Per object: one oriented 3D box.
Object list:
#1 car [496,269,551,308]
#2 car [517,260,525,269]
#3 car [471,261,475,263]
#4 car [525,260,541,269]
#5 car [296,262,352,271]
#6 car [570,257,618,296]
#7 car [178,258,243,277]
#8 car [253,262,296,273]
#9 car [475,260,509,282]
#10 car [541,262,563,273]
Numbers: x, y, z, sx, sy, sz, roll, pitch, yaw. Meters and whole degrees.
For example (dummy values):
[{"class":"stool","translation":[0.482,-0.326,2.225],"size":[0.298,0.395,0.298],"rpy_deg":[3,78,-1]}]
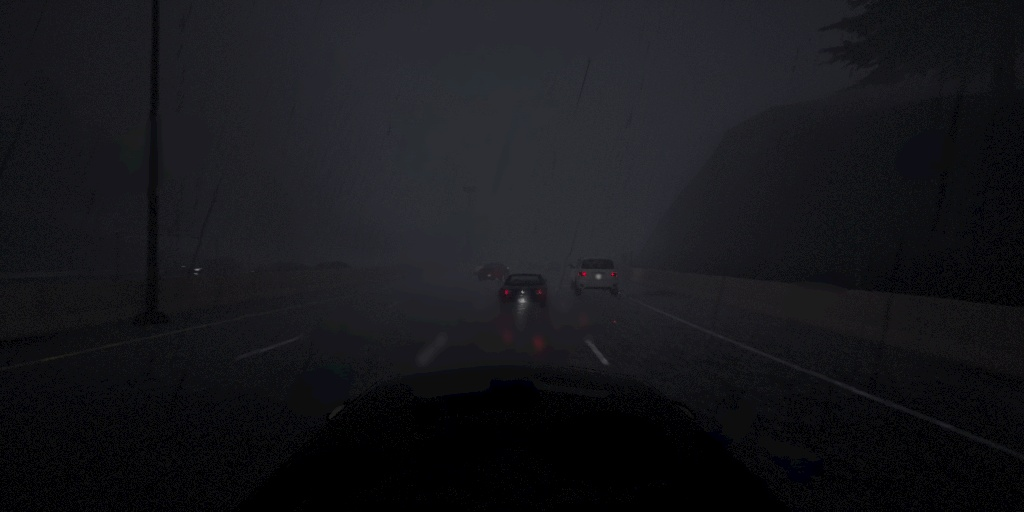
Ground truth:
[{"class":"car","translation":[0.615,1.410,15.651],"size":[1.895,1.301,4.718],"rpy_deg":[0,0,4]},{"class":"car","translation":[2.324,1.478,61.040],"size":[1.882,1.535,5.008],"rpy_deg":[0,0,18]},{"class":"car","translation":[-2.904,1.403,40.826],"size":[1.812,1.442,4.674],"rpy_deg":[0,0,12]},{"class":"car","translation":[3.871,1.591,54.933],"size":[1.895,1.301,4.718],"rpy_deg":[0,0,17]},{"class":"car","translation":[-15.519,1.232,30.476],"size":[1.837,1.490,4.892],"rpy_deg":[0,0,8]},{"class":"car","translation":[4.609,1.086,20.519],"size":[2.150,2.045,5.566],"rpy_deg":[0,0,6]},{"class":"car","translation":[-26.013,0.991,31.131],"size":[2.097,1.767,4.553],"rpy_deg":[0,0,8]},{"class":"car","translation":[-19.108,1.244,30.377],"size":[2.033,1.411,5.357],"rpy_deg":[0,0,8]},{"class":"car","translation":[-1.363,1.326,29.972],"size":[1.882,1.535,5.008],"rpy_deg":[0,0,9]},{"class":"car","translation":[5.866,1.533,49.369],"size":[2.033,1.411,5.357],"rpy_deg":[0,0,17]}]
